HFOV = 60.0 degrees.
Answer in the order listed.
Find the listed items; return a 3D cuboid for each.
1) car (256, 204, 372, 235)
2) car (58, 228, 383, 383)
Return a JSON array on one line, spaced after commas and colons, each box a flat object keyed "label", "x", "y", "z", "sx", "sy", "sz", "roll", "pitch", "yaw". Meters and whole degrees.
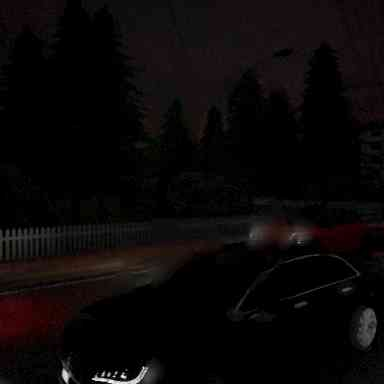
[{"label": "car", "x": 4.046, "y": 1.336, "z": 11.161, "sx": 4.553, "sy": 1.767, "sz": 2.097, "roll": 0, "pitch": 0, "yaw": -35}, {"label": "car", "x": 0.788, "y": 1.502, "z": 4.550, "sx": 4.892, "sy": 1.490, "sz": 1.837, "roll": 1, "pitch": 0, "yaw": -35}]
